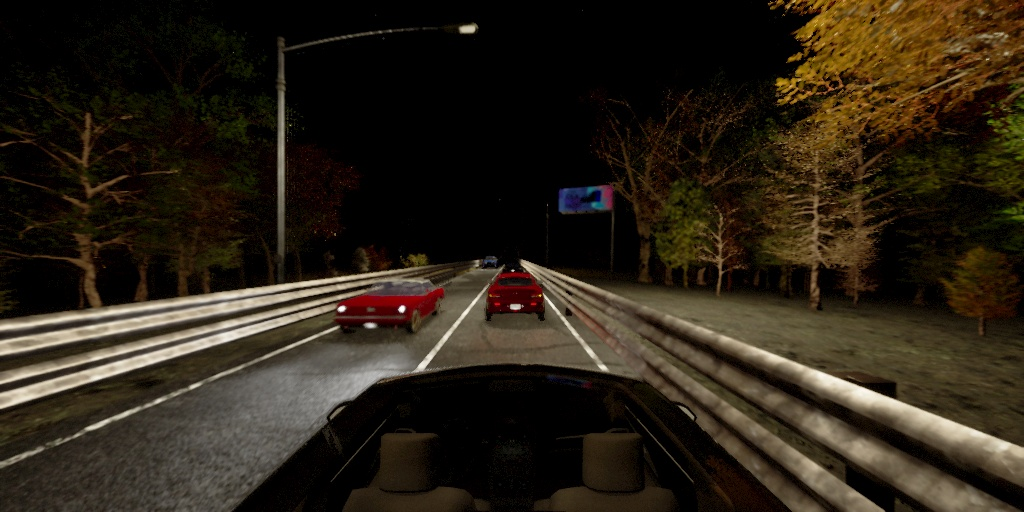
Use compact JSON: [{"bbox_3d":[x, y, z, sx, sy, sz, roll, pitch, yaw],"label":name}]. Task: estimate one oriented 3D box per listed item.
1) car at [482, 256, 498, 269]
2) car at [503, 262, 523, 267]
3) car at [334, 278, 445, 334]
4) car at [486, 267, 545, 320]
[{"bbox_3d":[-3.293,1.043,55.252,2.150,2.045,5.566,0,0,0],"label":"car"},{"bbox_3d":[0.080,1.299,34.733,1.994,1.385,4.181,0,0,0],"label":"car"},{"bbox_3d":[-3.351,1.347,10.719,1.895,1.301,4.718,0,0,0],"label":"car"},{"bbox_3d":[0.099,1.271,12.469,1.812,1.442,4.674,0,0,0],"label":"car"}]
